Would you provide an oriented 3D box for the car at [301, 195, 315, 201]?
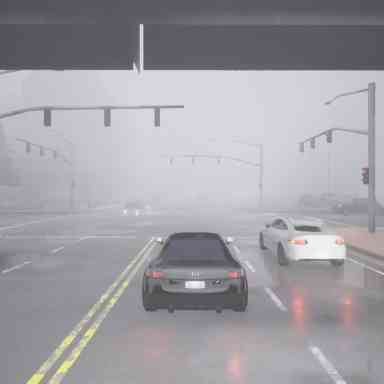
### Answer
[{"bbox_3d":[27.907,1.395,79.958,1.970,1.475,3.806,0,0,0],"label":"car"}]

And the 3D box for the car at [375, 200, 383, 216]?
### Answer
[{"bbox_3d":[19.147,1.601,29.649,4.718,1.301,1.895,0,0,1],"label":"car"}]

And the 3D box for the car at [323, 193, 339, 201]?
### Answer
[{"bbox_3d":[33.485,1.153,80.025,1.932,1.855,4.605,0,0,0],"label":"car"}]

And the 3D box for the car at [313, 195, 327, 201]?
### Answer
[{"bbox_3d":[30.802,1.363,79.966,1.784,1.438,3.905,0,0,0],"label":"car"}]

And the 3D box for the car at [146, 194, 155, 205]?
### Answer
[{"bbox_3d":[-8.057,1.525,57.369,1.812,1.442,4.674,0,0,0],"label":"car"}]

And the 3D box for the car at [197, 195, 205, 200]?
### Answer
[{"bbox_3d":[2.334,1.378,86.079,1.994,1.385,4.181,0,0,0],"label":"car"}]

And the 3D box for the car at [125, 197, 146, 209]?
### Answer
[{"bbox_3d":[-7.999,1.477,46.156,1.882,1.535,5.008,0,0,0],"label":"car"}]

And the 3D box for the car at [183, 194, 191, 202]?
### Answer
[{"bbox_3d":[-1.105,1.593,76.985,1.895,1.301,4.718,0,0,0],"label":"car"}]

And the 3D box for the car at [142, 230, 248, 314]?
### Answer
[{"bbox_3d":[0.066,1.564,7.725,1.994,1.385,4.181,0,0,0],"label":"car"}]

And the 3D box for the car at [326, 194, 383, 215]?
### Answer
[{"bbox_3d":[16.350,1.352,33.180,4.553,1.767,2.097,0,0,1],"label":"car"}]

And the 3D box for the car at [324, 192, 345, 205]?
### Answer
[{"bbox_3d":[19.534,1.156,47.363,1.905,1.878,3.866,0,0,0],"label":"car"}]

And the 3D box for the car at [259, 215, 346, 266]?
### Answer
[{"bbox_3d":[3.581,1.526,11.385,1.812,1.442,4.674,0,0,0],"label":"car"}]

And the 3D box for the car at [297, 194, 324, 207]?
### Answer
[{"bbox_3d":[16.640,1.153,47.408,1.932,1.855,4.605,0,0,0],"label":"car"}]

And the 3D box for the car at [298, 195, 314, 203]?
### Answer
[{"bbox_3d":[22.186,1.395,64.838,1.970,1.475,3.806,0,0,0],"label":"car"}]

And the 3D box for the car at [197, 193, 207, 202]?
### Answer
[{"bbox_3d":[2.395,1.223,77.011,2.150,2.045,5.566,0,0,0],"label":"car"}]

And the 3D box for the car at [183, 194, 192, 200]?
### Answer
[{"bbox_3d":[-1.166,1.351,86.056,2.128,1.511,4.902,0,0,0],"label":"car"}]

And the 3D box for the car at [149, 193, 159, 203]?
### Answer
[{"bbox_3d":[-8.053,1.222,69.058,2.150,2.045,5.566,0,0,0],"label":"car"}]
